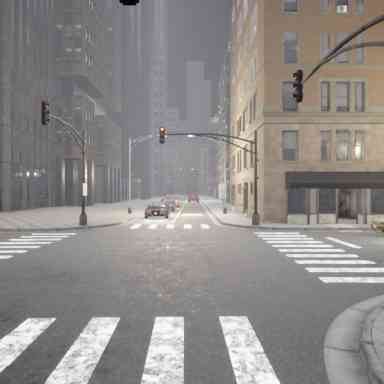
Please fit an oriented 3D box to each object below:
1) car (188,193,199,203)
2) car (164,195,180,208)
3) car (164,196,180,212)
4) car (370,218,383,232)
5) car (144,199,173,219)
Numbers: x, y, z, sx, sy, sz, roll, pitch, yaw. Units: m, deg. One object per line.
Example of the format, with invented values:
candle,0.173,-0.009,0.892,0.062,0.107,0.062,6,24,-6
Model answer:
car,0.310,1.204,70.299,2.150,2.045,5.566,0,0,0
car,-2.923,1.369,49.220,2.097,1.767,4.553,0,0,0
car,-2.962,1.506,39.322,2.128,1.511,4.902,0,0,0
car,12.173,1.520,17.782,4.829,1.417,1.752,0,0,-1
car,-3.000,1.574,29.467,1.994,1.385,4.181,0,0,0
